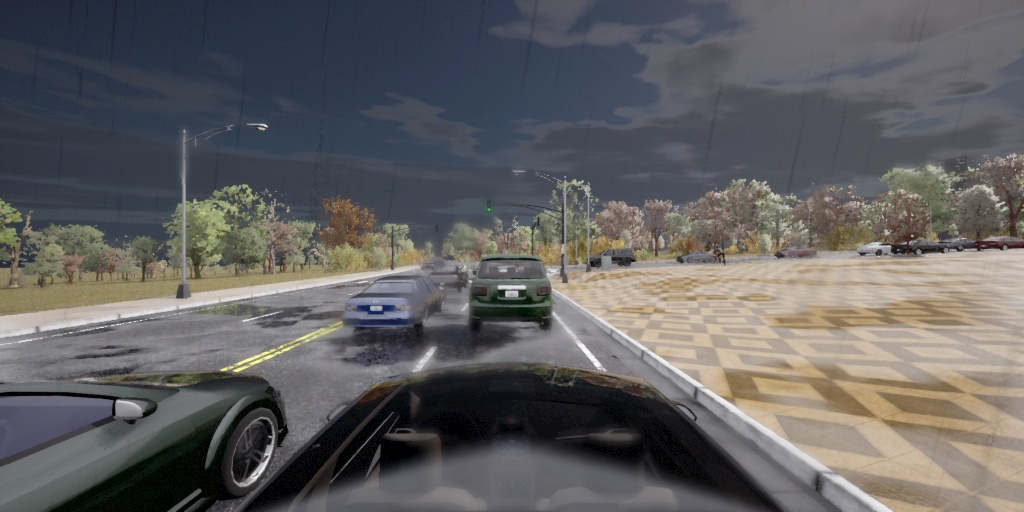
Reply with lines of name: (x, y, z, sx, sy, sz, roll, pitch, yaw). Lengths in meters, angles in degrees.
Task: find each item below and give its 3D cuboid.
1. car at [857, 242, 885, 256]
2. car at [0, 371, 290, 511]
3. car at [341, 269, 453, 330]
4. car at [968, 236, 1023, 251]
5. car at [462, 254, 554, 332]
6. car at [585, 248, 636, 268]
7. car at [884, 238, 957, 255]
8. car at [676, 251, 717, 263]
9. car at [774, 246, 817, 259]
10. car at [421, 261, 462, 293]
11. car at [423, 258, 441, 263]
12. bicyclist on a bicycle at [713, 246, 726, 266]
car: (40.574, -0.805, 39.431, 4.674, 1.442, 1.812, -3, 0, -6)
car: (-3.173, 1.314, 1.800, 1.994, 1.385, 4.181, 0, 0, 0)
car: (-3.313, 1.303, 11.105, 2.033, 1.411, 5.357, 0, 0, -1)
car: (51.156, -1.316, 37.365, 5.008, 1.535, 1.882, -3, 0, -7)
car: (-0.062, 0.977, 11.018, 2.150, 2.045, 5.566, 0, 0, -1)
car: (11.182, 0.219, 40.726, 5.566, 2.045, 2.150, -3, 0, -3)
car: (41.237, -0.879, 36.232, 5.008, 1.535, 1.882, -3, 0, -5)
car: (21.211, 0.104, 41.265, 4.181, 1.385, 1.994, -3, 0, -3)
car: (33.264, -0.443, 42.149, 4.181, 1.385, 1.994, -3, 0, -4)
car: (-3.632, 1.258, 21.059, 2.128, 1.511, 4.902, 0, 0, -1)
car: (-12.545, 1.406, 54.750, 1.994, 1.385, 4.181, 0, 0, -5)
bicyclist on a bicycle: (17.399, 0.004, 30.125, 0.582, 1.620, 1.656, -2, 0, -3)
